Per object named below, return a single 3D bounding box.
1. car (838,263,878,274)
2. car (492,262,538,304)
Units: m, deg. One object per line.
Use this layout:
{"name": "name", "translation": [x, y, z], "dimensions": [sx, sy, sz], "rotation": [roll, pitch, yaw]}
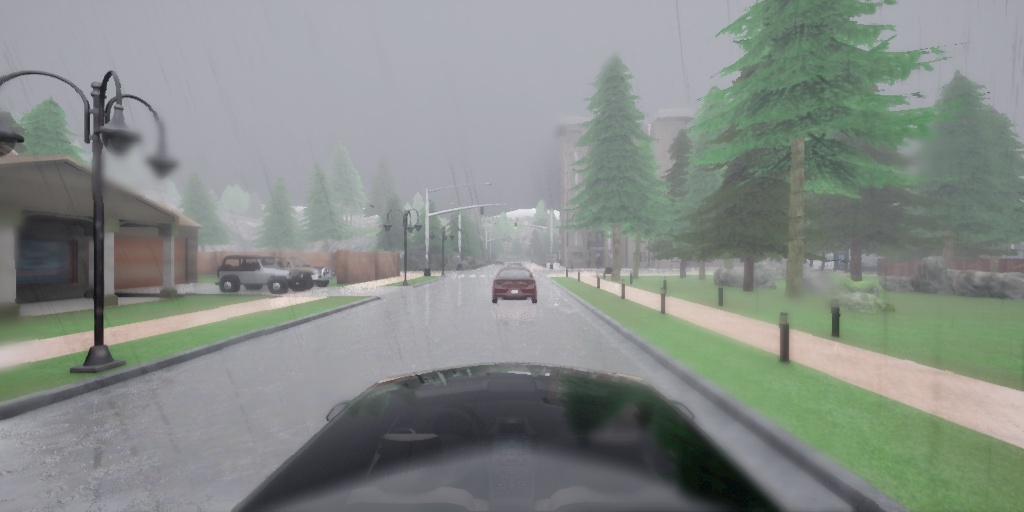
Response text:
{"name": "car", "translation": [39.739, 1.379, 40.289], "dimensions": [4.718, 1.301, 1.895], "rotation": [0, 0, 2]}
{"name": "car", "translation": [0.125, 1.233, 16.412], "dimensions": [1.882, 1.535, 5.008], "rotation": [0, 0, 0]}
